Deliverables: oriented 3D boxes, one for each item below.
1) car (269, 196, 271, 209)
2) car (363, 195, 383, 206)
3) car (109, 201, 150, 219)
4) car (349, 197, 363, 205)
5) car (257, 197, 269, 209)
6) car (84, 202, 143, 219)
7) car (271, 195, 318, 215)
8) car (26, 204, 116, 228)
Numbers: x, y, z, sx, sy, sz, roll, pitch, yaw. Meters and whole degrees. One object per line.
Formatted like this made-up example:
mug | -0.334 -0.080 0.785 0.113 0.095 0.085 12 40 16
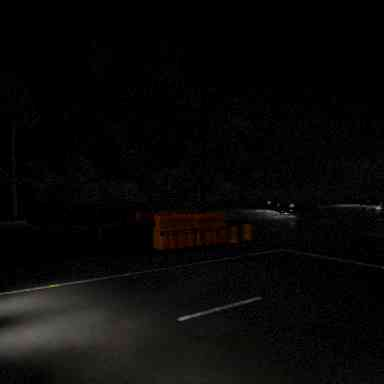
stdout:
car | 11.321 1.414 37.884 4.674 1.442 1.812 0 0 -36
car | 28.291 1.301 49.988 4.892 1.490 1.837 0 0 -35
car | -5.672 1.456 25.747 5.008 1.535 1.882 0 0 -36
car | 27.219 1.391 53.513 4.718 1.301 1.895 0 0 -35
car | 10.268 1.234 41.432 4.553 1.767 2.097 0 0 -36
car | -6.853 1.575 29.205 4.718 1.301 1.895 0 0 -36
car | 10.421 1.256 32.939 4.553 1.767 2.097 0 0 -36
car | -7.398 1.598 20.213 4.718 1.301 1.895 0 0 -36
